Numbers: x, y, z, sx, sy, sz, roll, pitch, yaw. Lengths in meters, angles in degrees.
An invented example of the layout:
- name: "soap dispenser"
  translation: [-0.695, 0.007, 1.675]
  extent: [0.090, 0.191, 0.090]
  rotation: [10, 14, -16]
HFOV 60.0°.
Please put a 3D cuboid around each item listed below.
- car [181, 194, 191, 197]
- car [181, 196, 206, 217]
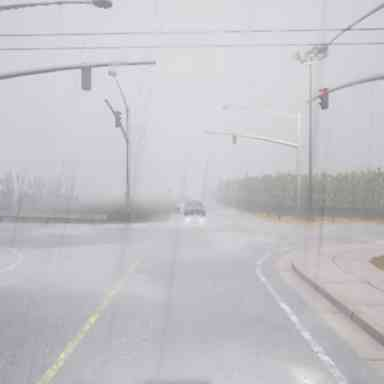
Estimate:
- name: "car"
  translation: [-0.966, 0.999, 55.084]
  extent: [1.812, 1.442, 4.674]
  rotation: [0, 0, -2]
- name: "car"
  translation: [0.153, 1.381, 29.154]
  extent: [2.033, 1.411, 5.357]
  rotation: [0, 1, -2]
